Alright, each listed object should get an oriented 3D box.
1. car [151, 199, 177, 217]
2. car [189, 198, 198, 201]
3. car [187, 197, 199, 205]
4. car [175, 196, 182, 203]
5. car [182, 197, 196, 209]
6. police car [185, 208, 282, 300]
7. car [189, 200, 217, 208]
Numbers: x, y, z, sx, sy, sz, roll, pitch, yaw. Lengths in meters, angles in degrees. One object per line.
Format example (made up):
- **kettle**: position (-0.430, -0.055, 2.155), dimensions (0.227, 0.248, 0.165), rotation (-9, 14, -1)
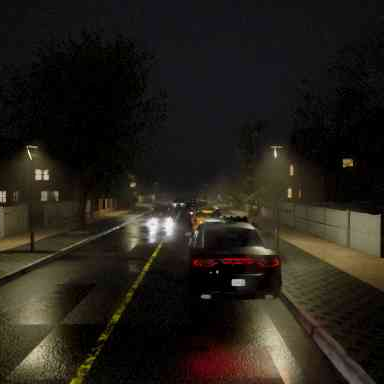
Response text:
- **car**: position (-2.774, 1.604, 31.571), dimensions (1.895, 1.301, 4.718), rotation (0, 0, 0)
- **car**: position (0.884, 1.459, 24.661), dimensions (1.801, 1.575, 5.366), rotation (0, 0, 0)
- **car**: position (0.143, 1.535, 58.457), dimensions (2.033, 1.411, 5.357), rotation (0, 0, 0)
- **car**: position (-2.588, 1.547, 65.635), dimensions (1.994, 1.385, 4.181), rotation (0, 0, 0)
- **car**: position (0.130, 1.489, 45.101), dimensions (2.128, 1.511, 4.902), rotation (0, 0, 1)
- **police car**: position (0.844, 1.427, 8.578), dimensions (1.930, 1.638, 5.238), rotation (0, 0, 0)
- **car**: position (0.869, 1.458, 18.660), dimensions (1.801, 1.575, 5.366), rotation (0, 0, 0)
